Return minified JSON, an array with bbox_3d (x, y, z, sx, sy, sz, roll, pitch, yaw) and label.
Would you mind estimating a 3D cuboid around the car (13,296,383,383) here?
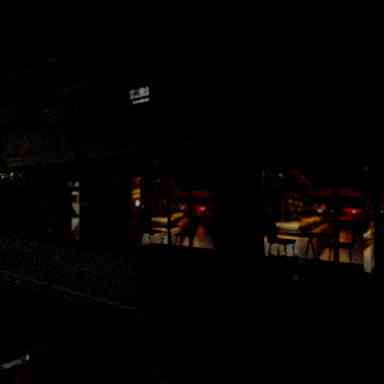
[{"bbox_3d":[0.256,1.578,2.706,4.206,1.307,1.802,0,-1,35],"label":"car"}]
